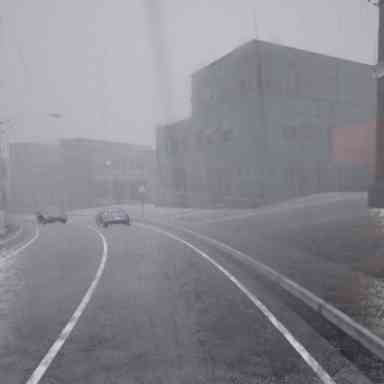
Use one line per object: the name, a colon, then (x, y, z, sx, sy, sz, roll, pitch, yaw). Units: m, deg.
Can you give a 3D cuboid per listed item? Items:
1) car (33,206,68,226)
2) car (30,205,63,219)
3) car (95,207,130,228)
car: (-12.659, 2.200, 29.895, 2.033, 1.411, 5.357, -2, -1, -33)
car: (-19.038, 2.585, 43.384, 4.902, 1.511, 2.128, -3, 0, 43)
car: (-6.166, 1.880, 25.511, 1.994, 1.385, 4.181, -2, -1, -25)
